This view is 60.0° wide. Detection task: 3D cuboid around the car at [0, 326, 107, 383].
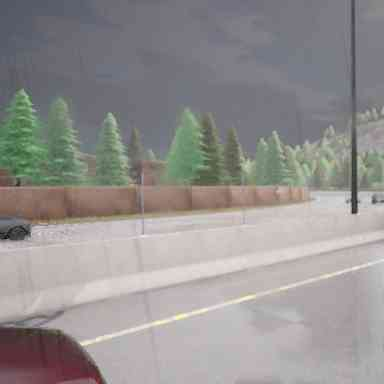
[{"bbox_3d":[-2.560,1.579,1.921,4.181,1.385,1.994,-1,1,-36],"label":"car"}]
